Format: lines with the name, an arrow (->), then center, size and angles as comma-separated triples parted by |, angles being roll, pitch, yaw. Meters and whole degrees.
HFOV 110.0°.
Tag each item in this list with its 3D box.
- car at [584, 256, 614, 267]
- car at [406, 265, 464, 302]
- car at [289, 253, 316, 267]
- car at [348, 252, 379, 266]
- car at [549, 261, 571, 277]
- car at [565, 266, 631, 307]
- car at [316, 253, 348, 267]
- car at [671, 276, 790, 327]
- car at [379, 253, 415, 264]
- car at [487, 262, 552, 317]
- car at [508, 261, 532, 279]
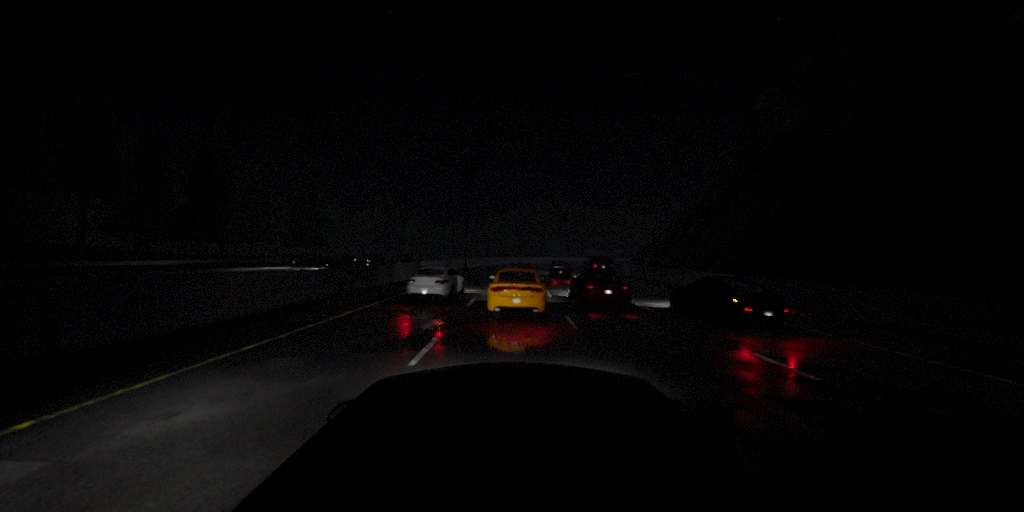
car -> 7.845, 1.006, 32.671 | 2.150, 2.045, 5.566 | 1, 0, 4
car -> -3.287, 1.112, 15.917 | 1.812, 1.442, 4.674 | 1, 0, 1
car -> -23.181, 0.425, 40.945 | 2.128, 1.511, 4.902 | 2, 0, 6
car -> -16.151, 0.465, 40.881 | 2.097, 1.767, 4.553 | 2, 1, 6
car -> 4.406, 1.183, 33.361 | 2.128, 1.511, 4.902 | 1, 0, 4
car -> 3.707, 1.333, 15.685 | 1.994, 1.385, 4.181 | 1, 0, 1
car -> -19.633, 0.570, 41.279 | 2.033, 1.411, 5.357 | 2, 0, 6
car -> 7.161, 1.404, 12.252 | 1.812, 1.442, 4.674 | 1, 0, 1
car -> -12.662, 0.558, 40.610 | 2.097, 1.767, 4.553 | 2, 0, 6
car -> 0.175, 1.169, 13.109 | 1.882, 1.535, 5.008 | 1, 0, 1
car -> 0.771, 1.205, 31.968 | 1.895, 1.301, 4.718 | 2, 0, 4
